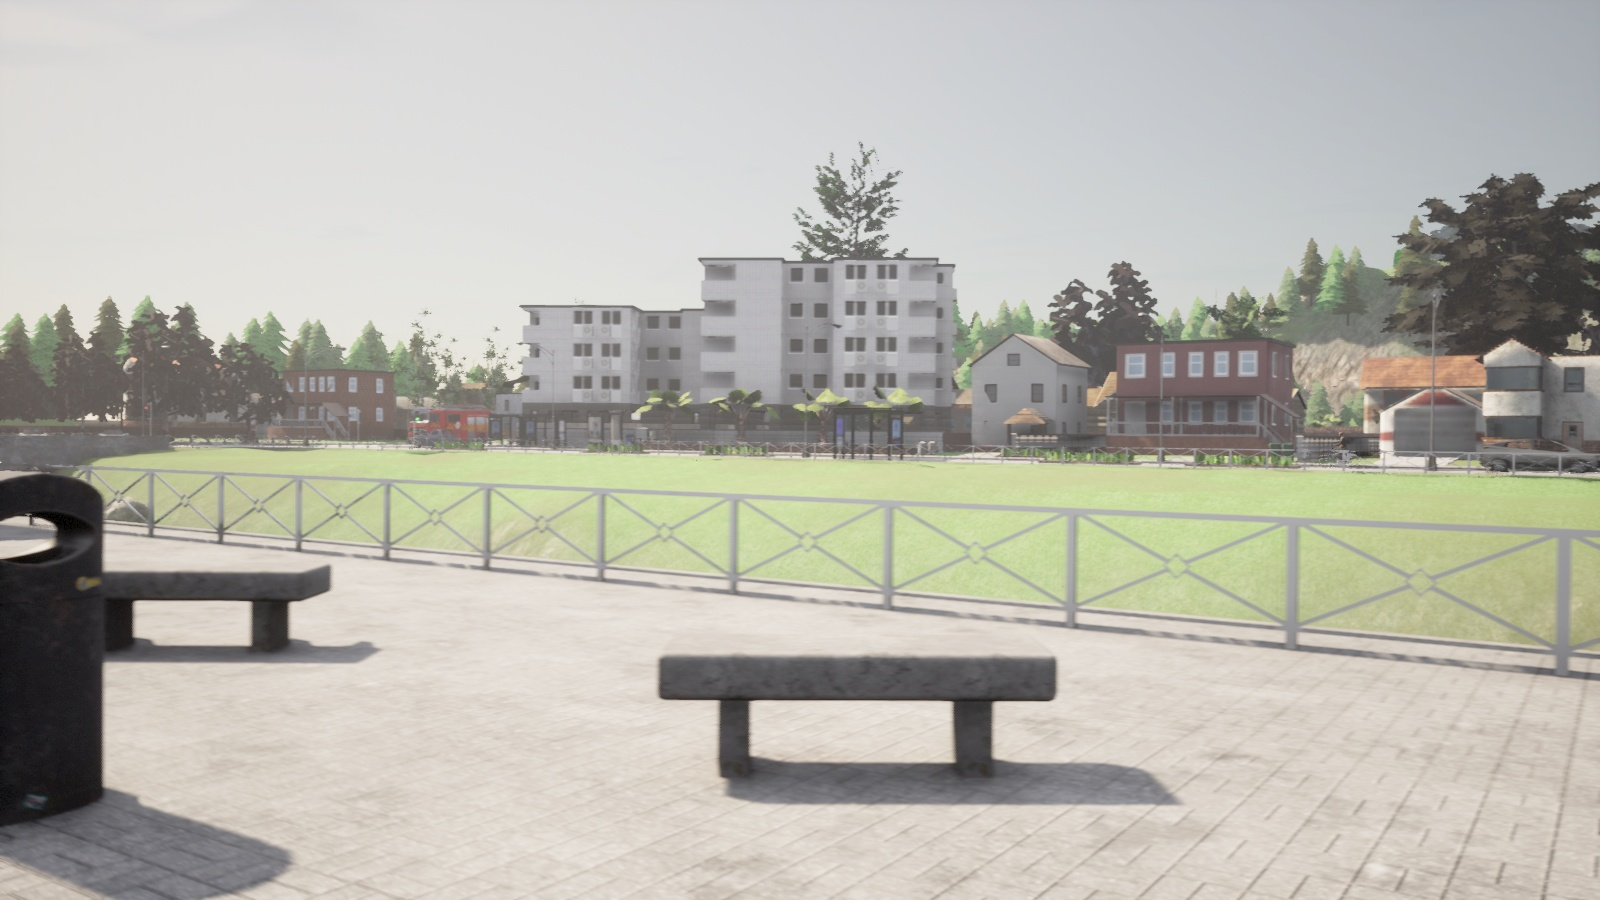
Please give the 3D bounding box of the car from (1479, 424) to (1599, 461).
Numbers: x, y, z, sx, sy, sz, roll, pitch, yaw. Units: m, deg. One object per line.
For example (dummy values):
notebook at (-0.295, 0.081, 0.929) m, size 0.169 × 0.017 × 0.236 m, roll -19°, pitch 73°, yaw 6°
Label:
car at (31.194, -0.325, 52.758) m, size 4.514 × 1.525 × 2.007 m, roll 0°, pitch 1°, yaw 34°

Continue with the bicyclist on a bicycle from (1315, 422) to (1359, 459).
bicyclist on a bicycle at (26.063, -0.466, 60.970) m, size 1.843 × 1.776 × 0.659 m, roll 0°, pitch 1°, yaw 34°
